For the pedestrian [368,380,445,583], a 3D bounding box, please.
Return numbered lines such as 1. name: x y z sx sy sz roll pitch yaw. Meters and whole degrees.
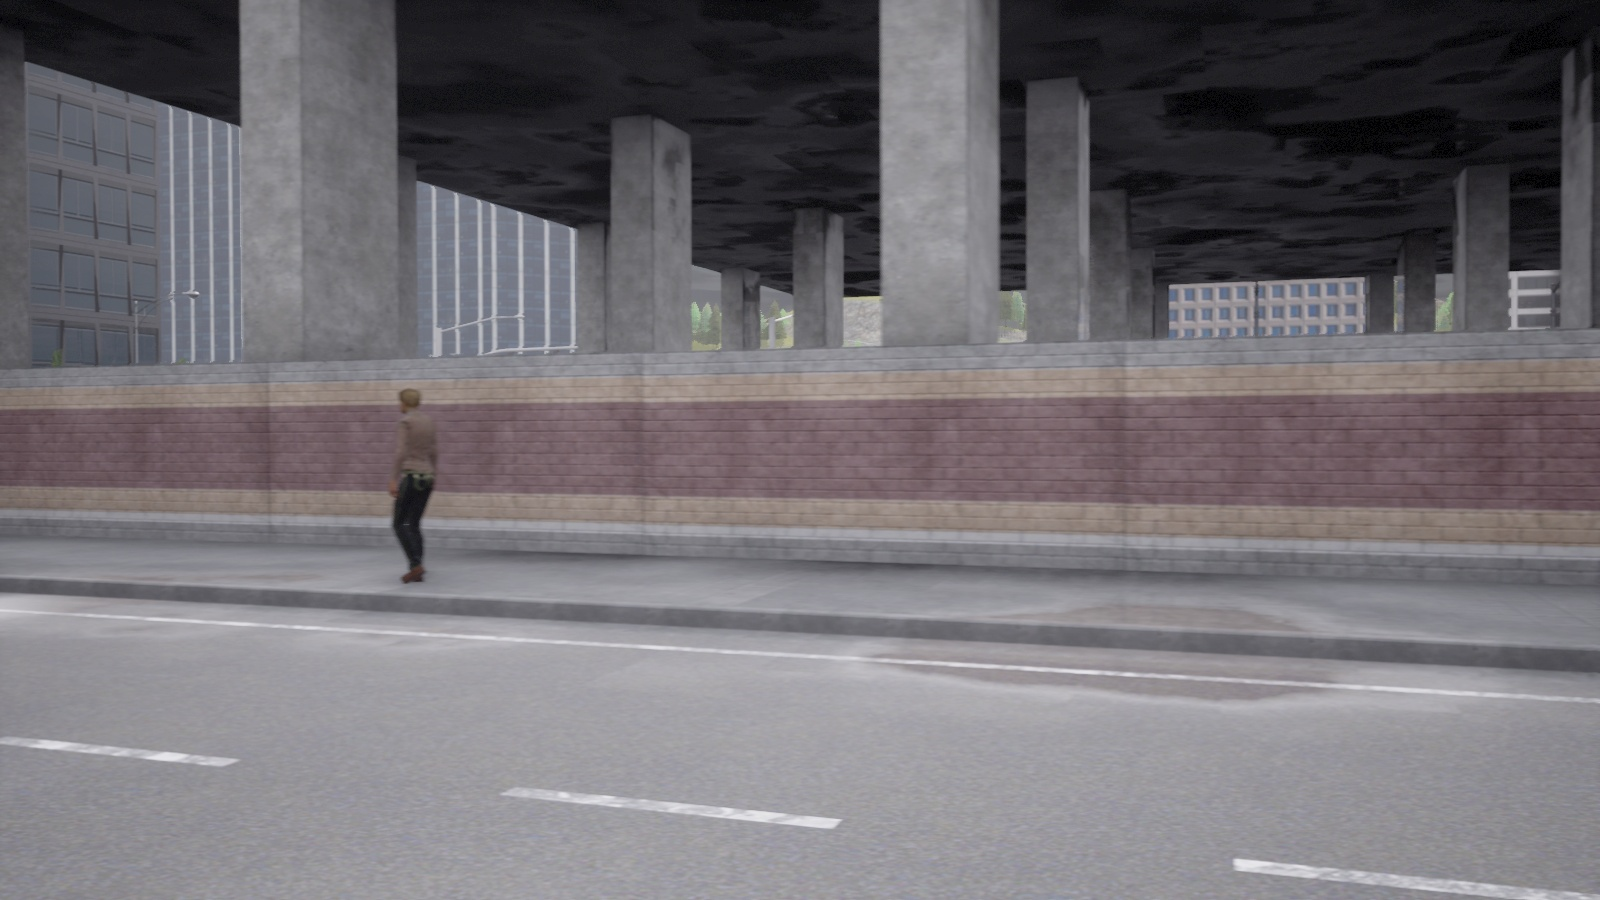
1. pedestrian: -3.657 0.280 11.668 0.634 1.846 0.331 1 1 27
